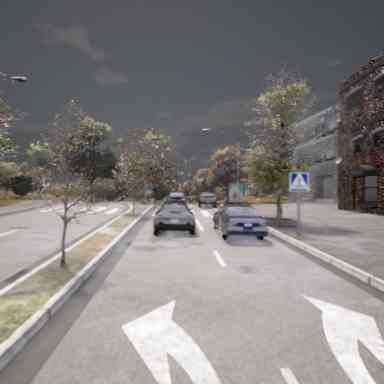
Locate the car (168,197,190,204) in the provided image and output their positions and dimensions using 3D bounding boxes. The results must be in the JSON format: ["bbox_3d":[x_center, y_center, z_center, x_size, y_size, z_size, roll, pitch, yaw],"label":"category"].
[{"bbox_3d":[-3.007,1.999,76.829,5.008,1.535,1.882,0,-2,38],"label":"car"}]

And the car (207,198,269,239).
[{"bbox_3d":[2.079,1.268,15.519,2.033,1.411,5.357,1,1,-3],"label":"car"}]

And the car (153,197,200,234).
[{"bbox_3d":[-0.864,1.183,16.569,1.994,1.385,4.181,1,1,-3],"label":"car"}]

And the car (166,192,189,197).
[{"bbox_3d":[-1.385,0.754,31.507,1.837,1.490,4.892,1,1,0],"label":"car"}]

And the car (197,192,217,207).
[{"bbox_3d":[1.548,0.783,34.573,2.128,1.511,4.902,1,0,0],"label":"car"}]
